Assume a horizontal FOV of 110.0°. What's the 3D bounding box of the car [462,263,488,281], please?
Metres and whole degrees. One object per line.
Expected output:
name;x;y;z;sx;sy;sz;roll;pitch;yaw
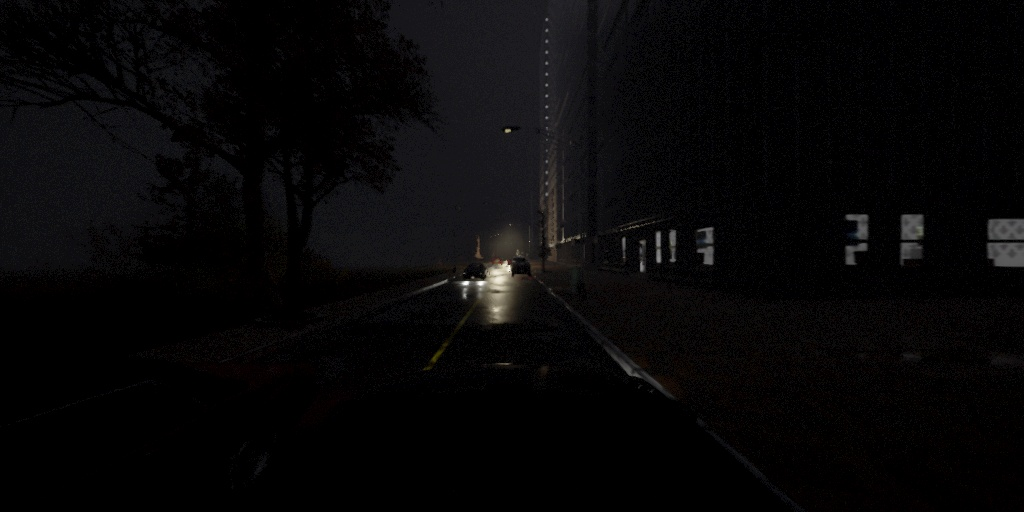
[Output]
car;-3.094;1.307;30.955;2.033;1.411;5.357;0;0;0

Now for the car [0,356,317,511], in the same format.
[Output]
car;-3.058;1.351;1.645;1.895;1.301;4.718;0;0;0

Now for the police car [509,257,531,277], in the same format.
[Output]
police car;0.899;1.187;36.127;1.930;1.638;5.238;0;0;0

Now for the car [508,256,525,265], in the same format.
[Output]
car;0.900;0.989;46.049;2.150;2.045;5.566;0;0;0
